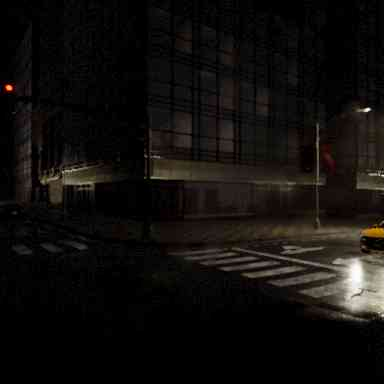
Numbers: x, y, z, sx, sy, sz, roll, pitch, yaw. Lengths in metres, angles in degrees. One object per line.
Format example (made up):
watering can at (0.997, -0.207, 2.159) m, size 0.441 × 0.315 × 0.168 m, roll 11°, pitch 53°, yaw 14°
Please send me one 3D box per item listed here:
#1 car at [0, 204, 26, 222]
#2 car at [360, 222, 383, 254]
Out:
car at (-14.538, 1.615, 26.721) m, size 1.947 × 1.339 × 4.313 m, roll 1°, pitch -1°, yaw -35°
car at (9.138, 1.829, 14.197) m, size 5.008 × 1.535 × 1.882 m, roll 2°, pitch -1°, yaw -36°
